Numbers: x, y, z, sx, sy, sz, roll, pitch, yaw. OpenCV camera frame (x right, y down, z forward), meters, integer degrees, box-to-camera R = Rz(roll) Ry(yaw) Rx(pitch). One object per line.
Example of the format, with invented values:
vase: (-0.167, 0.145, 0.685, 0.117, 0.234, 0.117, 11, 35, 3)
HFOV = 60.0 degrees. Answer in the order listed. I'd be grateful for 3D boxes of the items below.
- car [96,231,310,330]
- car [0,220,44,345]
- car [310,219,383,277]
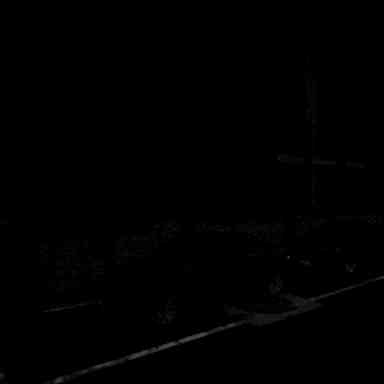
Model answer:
car: (0.242, 1.551, 6.929, 4.313, 1.339, 1.947, 0, 1, -35)
car: (-4.336, 1.320, 3.661, 5.009, 1.841, 2.192, 0, 1, -35)
car: (4.821, 1.531, 10.194, 4.313, 1.339, 1.947, 0, 1, -35)
